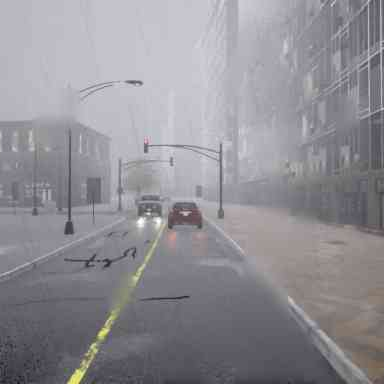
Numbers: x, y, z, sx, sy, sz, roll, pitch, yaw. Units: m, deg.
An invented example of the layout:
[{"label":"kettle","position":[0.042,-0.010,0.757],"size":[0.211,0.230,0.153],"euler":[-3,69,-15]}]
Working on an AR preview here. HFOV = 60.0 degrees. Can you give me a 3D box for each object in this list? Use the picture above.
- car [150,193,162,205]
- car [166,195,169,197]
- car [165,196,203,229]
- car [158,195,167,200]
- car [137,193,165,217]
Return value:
[{"label":"car","position":[-6.652,1.211,61.174],"size":[2.150,2.045,5.566],"euler":[0,0,-7]},{"label":"car","position":[-6.057,1.455,77.352],"size":[1.882,1.535,5.008],"euler":[0,0,-9]},{"label":"car","position":[-0.531,1.356,21.908],"size":[2.097,1.767,4.553],"euler":[0,0,-4]},{"label":"car","position":[-7.781,1.405,87.652],"size":[1.895,1.301,4.718],"euler":[0,0,-11]},{"label":"car","position":[-3.922,1.222,31.694],"size":[2.150,2.045,5.566],"euler":[0,0,-4]}]
